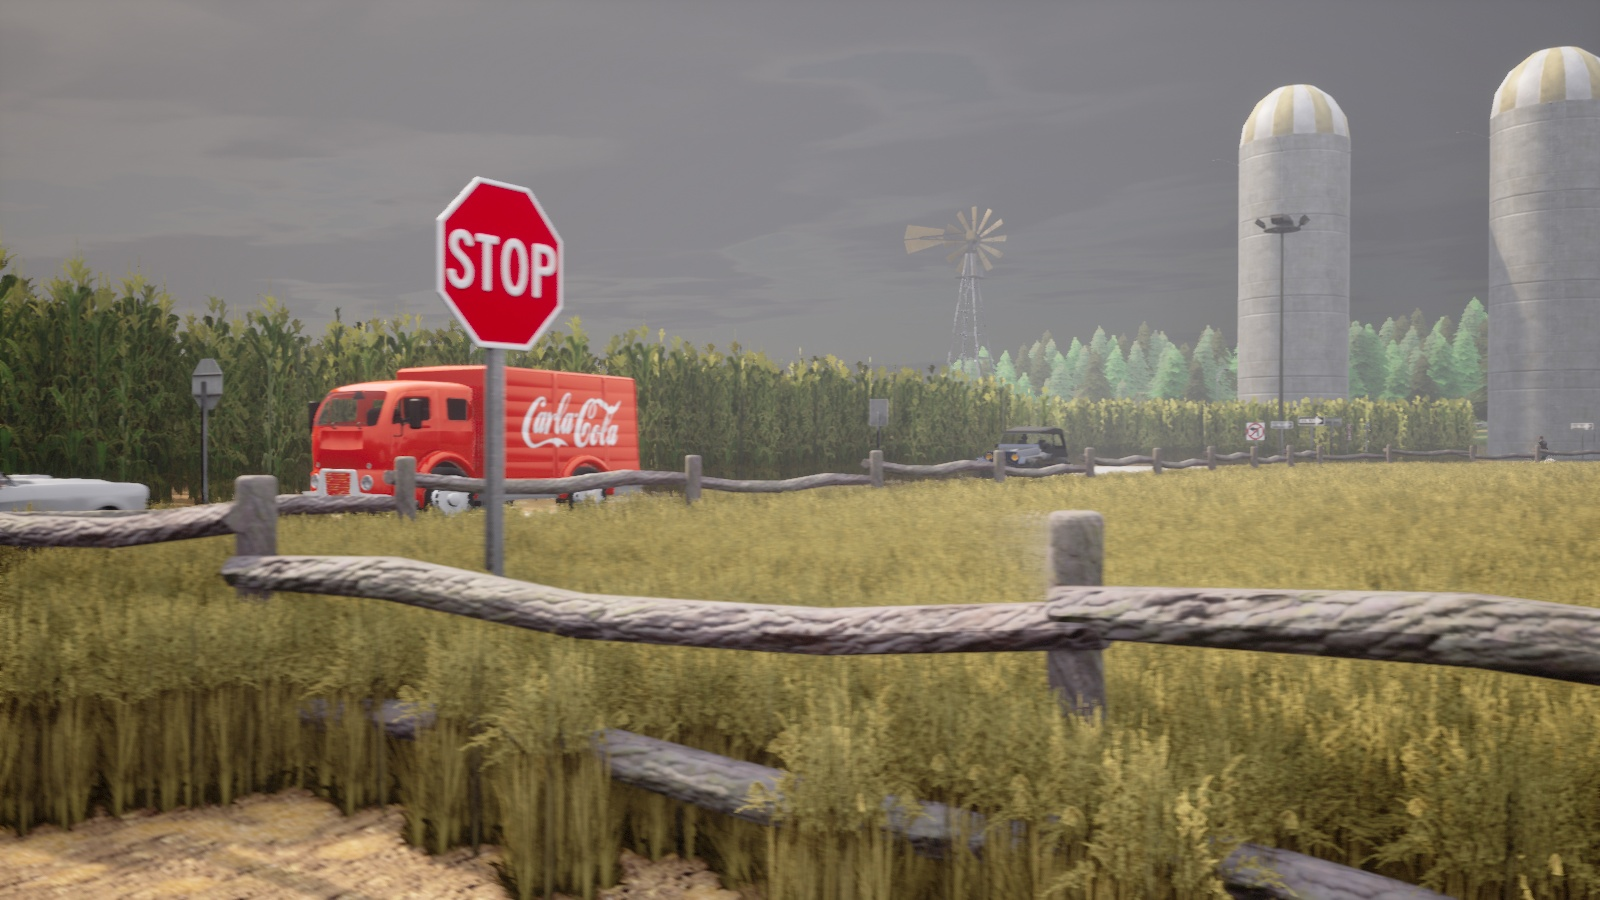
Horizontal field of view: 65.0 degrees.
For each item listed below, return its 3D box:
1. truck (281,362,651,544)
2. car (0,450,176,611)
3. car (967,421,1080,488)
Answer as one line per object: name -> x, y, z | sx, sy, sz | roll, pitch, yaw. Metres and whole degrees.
truck -> -5.082, 0.031, 19.901 | 2.627, 2.467, 5.204 | 0, 0, 34
car -> -7.426, 0.662, 10.154 | 1.895, 1.301, 4.718 | -1, 0, 9
car -> 6.725, 0.104, 37.497 | 1.905, 1.878, 3.866 | 0, 0, 34
